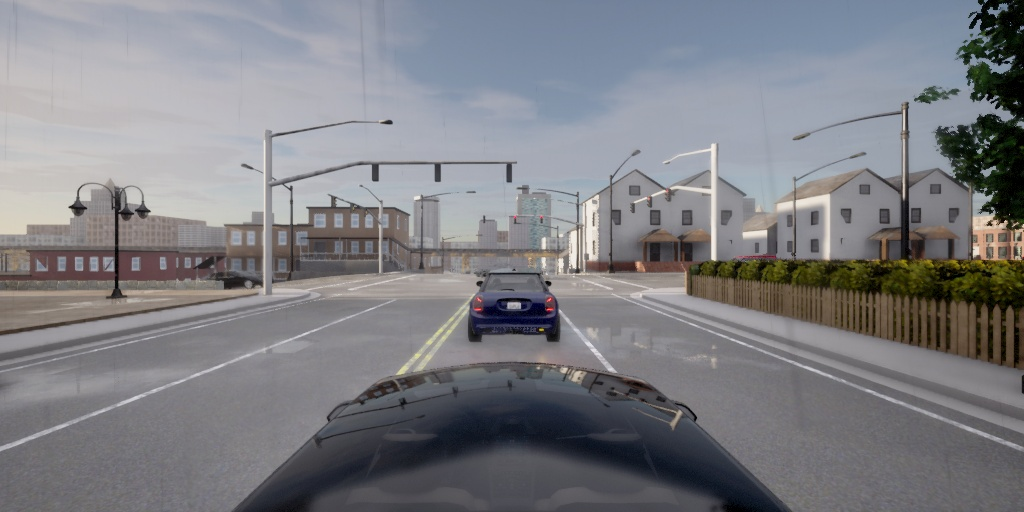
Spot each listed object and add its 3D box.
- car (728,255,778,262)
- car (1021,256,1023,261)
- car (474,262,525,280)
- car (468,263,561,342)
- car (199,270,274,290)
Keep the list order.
[{"bbox_3d":[20.176,0.971,31.108,5.566,2.045,2.150,0,0,-1],"label":"car"},{"bbox_3d":[42.784,0.971,27.774,5.566,2.045,2.150,0,0,-1],"label":"car"},{"bbox_3d":[-1.036,1.269,30.766,4.181,1.385,1.994,0,0,-1],"label":"car"},{"bbox_3d":[0.055,1.102,9.942,2.097,1.767,4.553,0,0,0],"label":"car"},{"bbox_3d":[-20.509,1.789,26.749,4.892,1.490,1.837,-5,0,-1],"label":"car"}]
